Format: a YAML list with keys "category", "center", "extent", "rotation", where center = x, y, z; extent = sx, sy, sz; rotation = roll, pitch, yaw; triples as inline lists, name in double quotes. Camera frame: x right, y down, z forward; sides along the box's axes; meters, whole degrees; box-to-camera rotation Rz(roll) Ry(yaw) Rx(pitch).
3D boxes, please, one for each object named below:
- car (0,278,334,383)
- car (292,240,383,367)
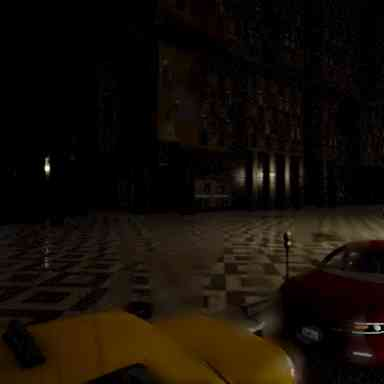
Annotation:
- category: "car"
  center: [-1.241, 1.524, 1.862]
  extent: [4.829, 1.417, 1.752]
  rotation: [0, 0, -41]
- category: "car"
  center: [3.195, 1.546, 5.671]
  extent: [4.507, 1.381, 1.887]
  rotation: [0, 0, -41]
